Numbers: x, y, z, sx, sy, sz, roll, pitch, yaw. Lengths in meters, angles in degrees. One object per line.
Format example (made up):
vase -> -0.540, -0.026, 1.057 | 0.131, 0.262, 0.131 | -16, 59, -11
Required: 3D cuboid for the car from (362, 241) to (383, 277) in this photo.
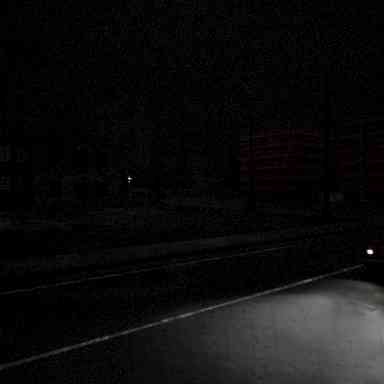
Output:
car -> 6.642, 1.601, 9.153 | 4.718, 1.301, 1.895 | 0, 0, -37
